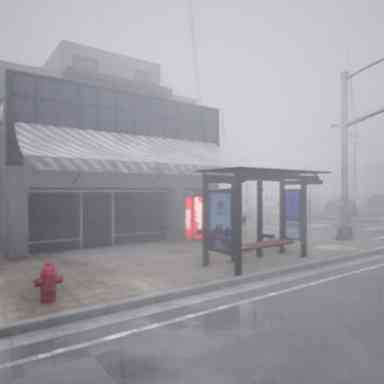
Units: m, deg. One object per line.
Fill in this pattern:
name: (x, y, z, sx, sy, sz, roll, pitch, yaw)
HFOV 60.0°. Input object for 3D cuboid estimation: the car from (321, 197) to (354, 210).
car: (17.834, 1.343, 40.014, 3.806, 1.475, 1.970, 0, 0, -36)

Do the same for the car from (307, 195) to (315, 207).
car: (13.829, 1.264, 45.039, 5.027, 1.636, 2.152, 0, 0, -36)

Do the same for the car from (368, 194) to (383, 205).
car: (29.783, 1.171, 52.624, 4.605, 1.855, 1.932, 0, 0, -36)

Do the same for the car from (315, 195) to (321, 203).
car: (23.099, 1.370, 63.159, 4.514, 1.523, 2.007, 0, 0, -36)

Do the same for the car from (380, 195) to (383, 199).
car: (25.696, 1.394, 41.148, 4.514, 1.523, 2.007, 0, 0, -36)

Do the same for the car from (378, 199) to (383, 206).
car: (14.294, 1.404, 20.081, 2.097, 1.767, 4.553, 0, -2, -36)
